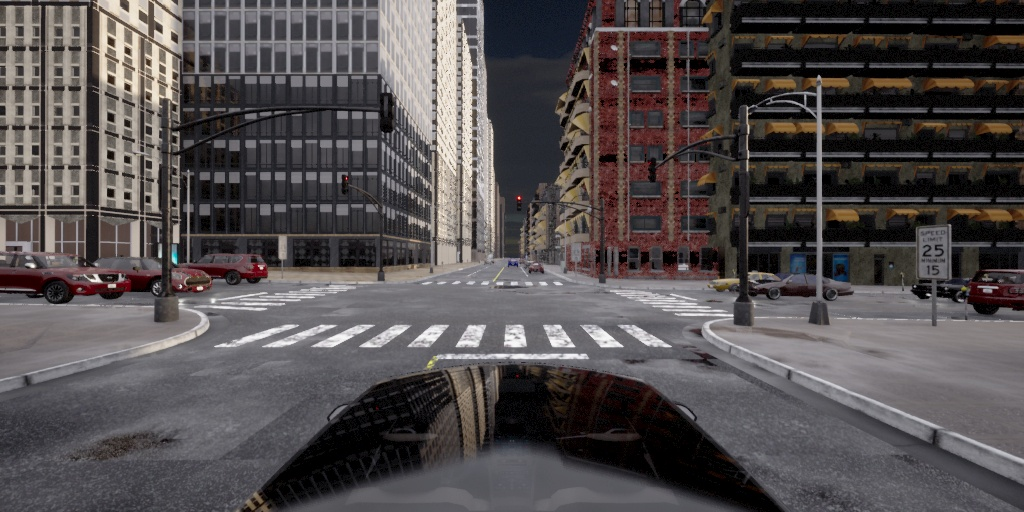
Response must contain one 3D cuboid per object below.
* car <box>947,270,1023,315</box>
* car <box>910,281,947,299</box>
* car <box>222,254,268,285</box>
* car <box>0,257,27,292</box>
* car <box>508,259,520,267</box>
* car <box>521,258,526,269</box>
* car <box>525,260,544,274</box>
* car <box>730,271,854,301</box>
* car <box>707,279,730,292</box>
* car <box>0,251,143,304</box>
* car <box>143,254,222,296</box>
[{"bbox_3d":[20.616,1.461,13.750,5.009,1.841,2.192,0,0,0],"label":"car"},{"bbox_3d":[24.889,1.839,19.539,4.718,1.301,1.895,1,0,-1],"label":"car"},{"bbox_3d":[-17.681,0.776,21.819,5.009,1.841,2.192,0,0,0],"label":"car"},{"bbox_3d":[-25.381,0.780,15.970,5.008,1.535,1.882,1,0,0],"label":"car"},{"bbox_3d":[0.191,1.252,65.122,1.882,1.535,5.008,0,0,0],"label":"car"},{"bbox_3d":[2.766,1.317,54.686,2.007,1.370,4.403,0,0,0],"label":"car"},{"bbox_3d":[2.798,1.341,41.769,1.802,1.307,4.207,0,0,0],"label":"car"},{"bbox_3d":[15.259,1.610,19.468,5.357,1.411,2.033,1,0,0],"label":"car"},{"bbox_3d":[14.660,1.587,22.055,4.829,1.417,1.751,0,0,0],"label":"car"},{"bbox_3d":[-17.558,0.757,13.439,5.009,1.841,2.192,0,0,0],"label":"car"},{"bbox_3d":[-16.268,0.825,16.074,4.553,1.767,2.097,1,0,-2],"label":"car"}]
